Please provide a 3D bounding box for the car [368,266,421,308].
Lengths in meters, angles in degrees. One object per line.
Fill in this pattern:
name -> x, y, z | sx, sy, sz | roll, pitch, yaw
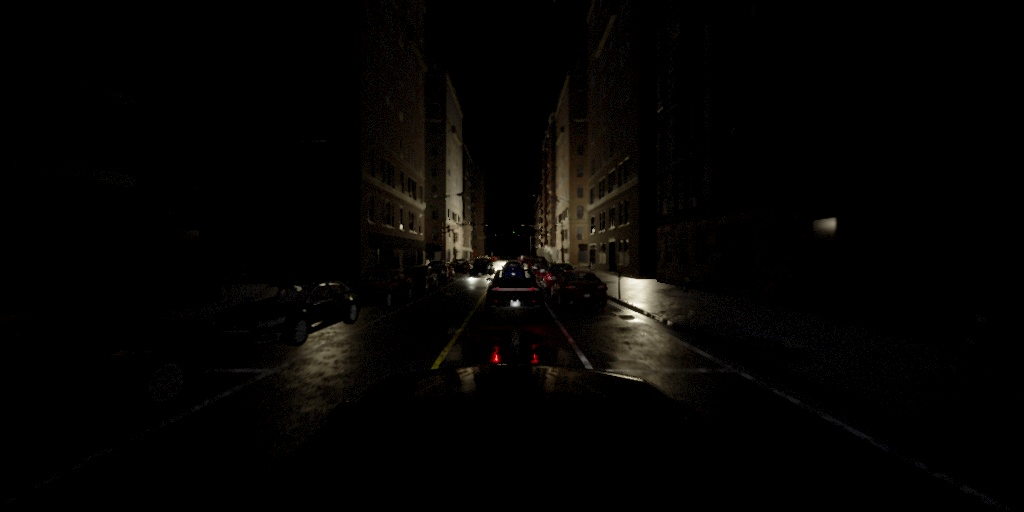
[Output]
car -> -5.391, 1.247, 14.808 | 1.888, 1.381, 4.507 | 0, 0, 0

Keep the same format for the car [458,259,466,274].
car -> -5.396, 1.055, 37.536 | 1.967, 1.591, 4.097 | 0, 0, 0

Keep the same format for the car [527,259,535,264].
car -> 2.630, 1.187, 31.857 | 2.007, 1.370, 4.403 | 0, 0, 0

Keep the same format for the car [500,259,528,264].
car -> 0.093, 1.172, 29.351 | 1.812, 1.442, 4.674 | 0, 0, 0

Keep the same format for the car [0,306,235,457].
car -> -5.388, 1.289, 3.443 | 1.888, 1.381, 4.507 | 0, 0, 0

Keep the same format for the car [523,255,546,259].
car -> 2.629, 0.929, 37.539 | 2.192, 1.841, 5.009 | 0, 0, 0

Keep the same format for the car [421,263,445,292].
car -> -5.392, 1.246, 20.490 | 1.948, 1.339, 4.313 | 0, 0, 0

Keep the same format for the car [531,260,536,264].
car -> 2.631, 1.203, 26.175 | 1.888, 1.381, 4.507 | 0, 0, 0

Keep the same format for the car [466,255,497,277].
car -> -2.824, 0.980, 33.956 | 2.097, 1.767, 4.553 | 0, 0, 0

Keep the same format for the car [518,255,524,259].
car -> 2.685, 0.825, 64.595 | 2.192, 1.841, 5.009 | 0, 0, 0

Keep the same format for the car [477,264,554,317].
car -> 0.099, 1.199, 12.985 | 2.128, 1.511, 4.902 | 0, 0, 0

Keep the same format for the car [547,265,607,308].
car -> 2.634, 1.246, 14.810 | 1.888, 1.381, 4.507 | 0, 0, 0

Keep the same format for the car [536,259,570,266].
car -> 2.633, 1.119, 20.493 | 1.967, 1.591, 4.097 | 0, 0, 0

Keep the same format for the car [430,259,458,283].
car -> -5.394, 1.098, 26.172 | 1.967, 1.591, 4.097 | 0, 0, 0

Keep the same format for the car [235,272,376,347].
car -> -5.390, 1.273, 9.125 | 2.007, 1.370, 4.403 | 0, 0, 0
